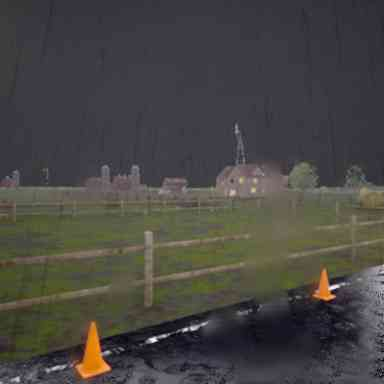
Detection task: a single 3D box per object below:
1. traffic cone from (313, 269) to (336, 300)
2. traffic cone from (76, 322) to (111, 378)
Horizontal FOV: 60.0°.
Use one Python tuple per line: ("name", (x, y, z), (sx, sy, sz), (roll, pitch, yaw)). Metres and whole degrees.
("traffic cone", (2.829, 1.944, 7.114), (0.340, 0.580, 0.340), (0, 0, -35))
("traffic cone", (-1.256, 1.953, 4.229), (0.340, 0.580, 0.340), (0, 0, -35))
